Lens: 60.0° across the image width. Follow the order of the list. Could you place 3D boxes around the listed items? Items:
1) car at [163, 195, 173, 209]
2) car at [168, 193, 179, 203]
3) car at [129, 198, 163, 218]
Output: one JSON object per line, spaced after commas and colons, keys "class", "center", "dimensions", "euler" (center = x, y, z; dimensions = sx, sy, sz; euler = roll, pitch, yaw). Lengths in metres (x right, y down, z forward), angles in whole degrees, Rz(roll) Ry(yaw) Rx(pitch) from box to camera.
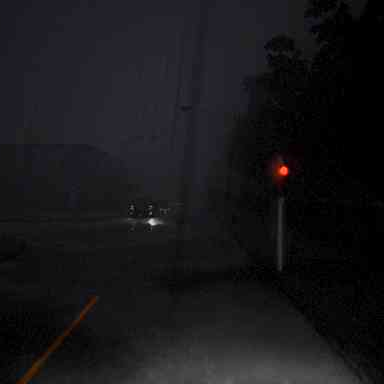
{"class": "car", "center": [-4.038, 1.500, 44.066], "dimensions": [1.994, 1.385, 4.181], "euler": [0, 0, 0]}
{"class": "car", "center": [-3.924, 1.125, 67.884], "dimensions": [2.150, 2.045, 5.566], "euler": [0, 0, 0]}
{"class": "car", "center": [-4.146, 1.309, 29.422], "dimensions": [2.097, 1.767, 4.553], "euler": [0, 0, 2]}
